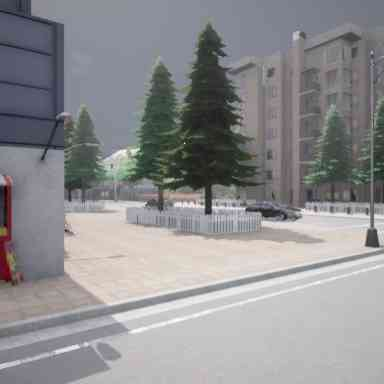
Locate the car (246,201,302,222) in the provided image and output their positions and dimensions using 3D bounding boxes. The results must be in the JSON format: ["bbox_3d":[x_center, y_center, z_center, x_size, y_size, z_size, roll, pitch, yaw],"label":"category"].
[{"bbox_3d":[6.451,1.504,26.598,2.128,1.511,4.902,0,0,-36],"label":"car"}]

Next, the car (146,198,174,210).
[{"bbox_3d":[-3.991,1.520,41.062,1.837,1.490,4.892,0,-1,-35],"label":"car"}]
